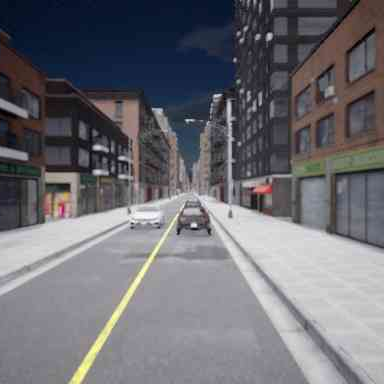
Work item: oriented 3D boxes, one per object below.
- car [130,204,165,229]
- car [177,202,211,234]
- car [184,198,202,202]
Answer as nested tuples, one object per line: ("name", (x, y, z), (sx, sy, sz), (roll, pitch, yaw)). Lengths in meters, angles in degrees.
("car", (-2.745, 1.493, 21.280), (1.812, 1.442, 4.674), (0, 0, 0))
("car", (0.105, 1.496, 18.885), (1.812, 1.442, 4.674), (0, 0, 0))
("car", (0.108, 1.432, 37.554), (2.128, 1.511, 4.902), (0, 0, 0))
